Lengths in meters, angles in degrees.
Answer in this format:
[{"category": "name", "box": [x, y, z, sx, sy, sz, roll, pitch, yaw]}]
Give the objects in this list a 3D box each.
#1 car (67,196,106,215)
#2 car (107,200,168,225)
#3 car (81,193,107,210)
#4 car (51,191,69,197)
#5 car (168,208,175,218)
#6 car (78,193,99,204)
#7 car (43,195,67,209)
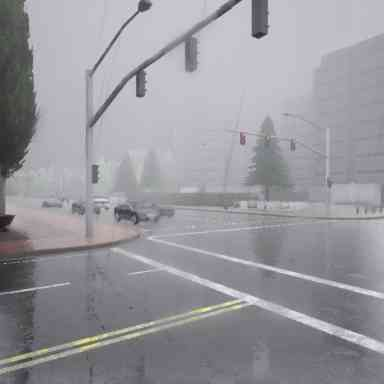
[{"category": "car", "box": [-10.763, 1.505, 33.595, 1.837, 1.490, 4.892, 0, 0, -36]}, {"category": "car", "box": [-4.108, 1.492, 24.339, 2.128, 1.511, 4.902, 0, 0, -36]}, {"category": "car", "box": [-12.099, 1.220, 41.463, 2.150, 2.045, 5.566, 0, 0, -36]}, {"category": "car", "box": [-22.216, 0.879, 55.728, 2.150, 2.045, 5.566, 0, 0, -36]}, {"category": "car", "box": [-3.420, 1.601, 29.367, 1.895, 1.301, 4.718, 0, 0, -36]}, {"category": "car", "box": [-20.404, 1.221, 65.377, 2.150, 2.045, 5.566, 0, 0, -36]}, {"category": "car", "box": [-18.821, 1.526, 44.854, 1.812, 1.442, 4.674, 0, 0, -36]}]
